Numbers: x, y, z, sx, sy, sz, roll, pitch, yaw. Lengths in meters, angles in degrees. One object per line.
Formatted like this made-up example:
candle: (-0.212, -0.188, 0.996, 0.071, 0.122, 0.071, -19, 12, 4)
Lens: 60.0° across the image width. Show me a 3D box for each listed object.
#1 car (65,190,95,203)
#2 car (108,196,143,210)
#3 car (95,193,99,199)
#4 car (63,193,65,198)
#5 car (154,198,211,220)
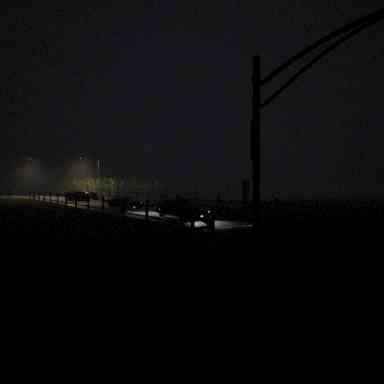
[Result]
car: (-15.228, 0.654, 45.103, 1.882, 1.535, 5.008, 0, 1, -34)
car: (-6.583, 1.049, 32.620, 1.895, 1.301, 4.718, 0, 1, -35)
car: (-16.654, 0.600, 53.590, 2.033, 1.411, 5.357, 0, 1, -35)
car: (-22.518, 0.353, 62.022, 1.882, 1.535, 5.008, 0, 1, -35)
car: (-0.847, 1.178, 24.367, 2.033, 1.411, 5.357, 0, 1, -35)
